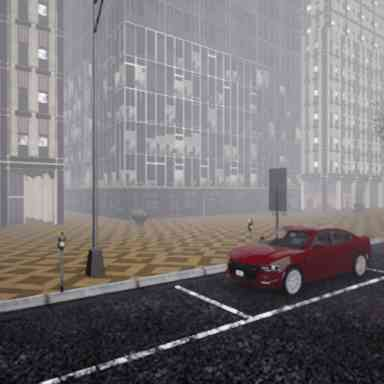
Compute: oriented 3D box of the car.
[{"bbox_3d":[2.876,1.540,8.628,4.507,1.381,1.887,0,0,-36],"label":"car"}]
